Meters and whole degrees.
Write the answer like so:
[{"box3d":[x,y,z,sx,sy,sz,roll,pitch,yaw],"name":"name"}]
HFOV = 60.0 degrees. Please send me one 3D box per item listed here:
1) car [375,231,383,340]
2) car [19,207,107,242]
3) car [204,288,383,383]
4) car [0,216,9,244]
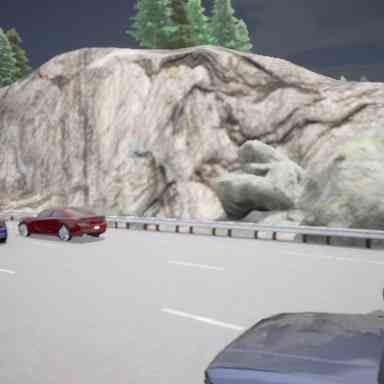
[{"box3d":[5.373,1.462,4.359,5.008,1.535,1.882,0,0,36],"name":"car"},{"box3d":[-6.408,1.456,16.296,5.008,1.535,1.882,0,0,31],"name":"car"},{"box3d":[2.630,1.540,2.053,5.357,1.411,2.033,0,0,36],"name":"car"},{"box3d":[-10.063,1.339,14.368,4.553,1.767,2.097,0,0,30],"name":"car"}]
